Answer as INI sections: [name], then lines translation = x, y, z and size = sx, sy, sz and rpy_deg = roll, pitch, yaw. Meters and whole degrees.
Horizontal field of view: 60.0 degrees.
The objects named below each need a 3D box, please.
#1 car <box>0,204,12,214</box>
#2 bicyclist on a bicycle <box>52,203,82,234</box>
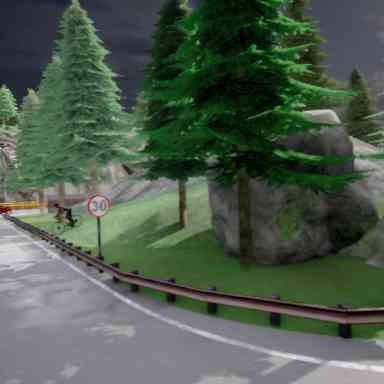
[car]
translation = -25.375, 2.263, 43.174
size = 1.882, 1.535, 5.008
rpy_deg = -3, 0, -3
[bicyclist on a bicycle]
translation = -6.805, 1.309, 17.736
size = 1.656, 1.620, 0.582
rpy_deg = -25, 16, -32
